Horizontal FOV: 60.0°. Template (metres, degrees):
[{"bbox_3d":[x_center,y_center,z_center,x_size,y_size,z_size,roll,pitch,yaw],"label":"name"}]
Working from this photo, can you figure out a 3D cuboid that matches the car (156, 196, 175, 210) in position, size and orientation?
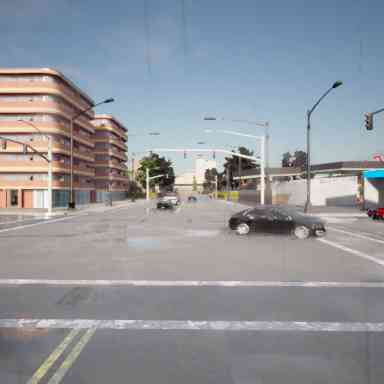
[{"bbox_3d":[-3.585,1.601,43.255,1.895,1.301,4.718,0,0,0],"label":"car"}]

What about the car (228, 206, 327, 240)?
[{"bbox_3d":[4.237,1.488,16.953,4.892,1.490,1.837,0,2,30],"label":"car"}]

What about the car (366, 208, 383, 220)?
[{"bbox_3d":[16.543,1.601,26.403,4.718,1.301,1.895,0,0,1],"label":"car"}]

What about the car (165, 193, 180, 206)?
[{"bbox_3d":[-3.573,1.224,56.099,2.150,2.045,5.566,0,0,0],"label":"car"}]

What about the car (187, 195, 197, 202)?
[{"bbox_3d":[0.022,1.339,70.785,1.812,1.442,4.674,0,0,0],"label":"car"}]
